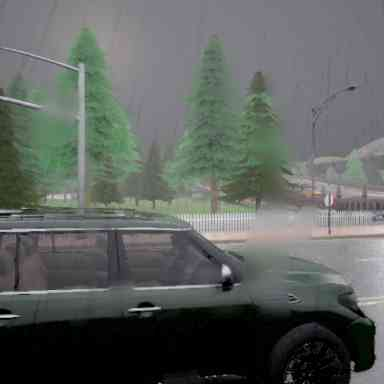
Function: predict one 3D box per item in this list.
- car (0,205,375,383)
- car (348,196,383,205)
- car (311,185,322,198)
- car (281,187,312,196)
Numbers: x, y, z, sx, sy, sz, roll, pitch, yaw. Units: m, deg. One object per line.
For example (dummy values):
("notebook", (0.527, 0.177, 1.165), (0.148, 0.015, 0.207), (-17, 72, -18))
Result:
("car", (-0.760, 1.221, 3.862), (5.566, 2.045, 2.150), (0, 0, -14))
("car", (21.377, 1.492, 39.651), (1.812, 1.442, 4.674), (0, 1, -16))
("car", (22.556, 0.187, 61.764), (1.882, 1.535, 5.008), (0, 6, -15))
("car", (17.107, 0.393, 55.018), (2.150, 2.045, 5.566), (0, 6, -15))
